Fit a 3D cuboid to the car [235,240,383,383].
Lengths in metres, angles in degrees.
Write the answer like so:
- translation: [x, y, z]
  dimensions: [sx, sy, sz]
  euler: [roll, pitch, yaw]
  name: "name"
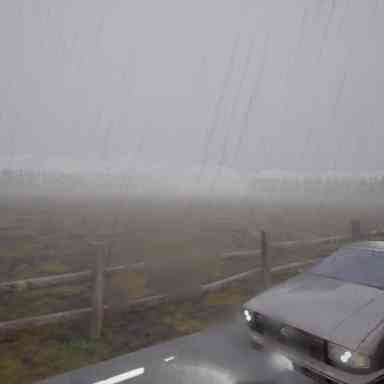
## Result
- translation: [3.201, 1.551, 5.356]
  dimensions: [5.357, 1.411, 2.033]
  euler: [0, 0, -36]
  name: "car"
